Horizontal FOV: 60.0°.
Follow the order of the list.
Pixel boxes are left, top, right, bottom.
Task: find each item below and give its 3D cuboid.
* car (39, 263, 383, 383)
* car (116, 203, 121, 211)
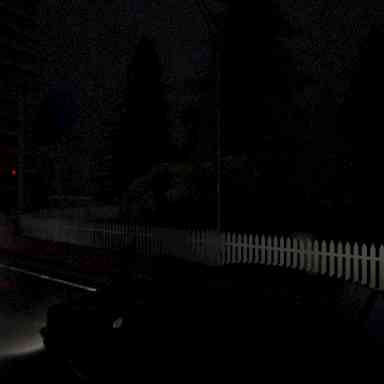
[{"bbox_3d":[0.603,1.548,3.563,5.357,1.411,2.033,0,0,36],"label":"car"},{"bbox_3d":[-7.378,1.306,39.933,2.097,1.767,4.553,0,0,10],"label":"car"}]
